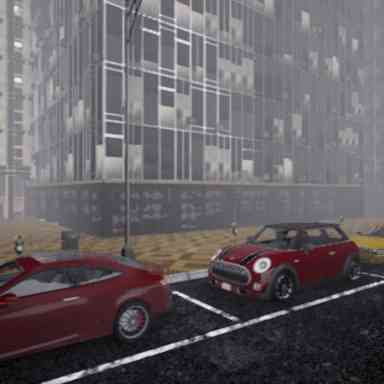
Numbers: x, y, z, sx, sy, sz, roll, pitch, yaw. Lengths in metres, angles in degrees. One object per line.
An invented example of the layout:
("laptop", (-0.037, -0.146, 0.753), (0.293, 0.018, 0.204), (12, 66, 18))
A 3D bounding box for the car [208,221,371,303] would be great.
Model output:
("car", (2.355, 1.505, 8.251), (4.097, 1.590, 1.967), (1, -1, -35))

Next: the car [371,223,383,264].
("car", (6.843, 1.645, 11.452), (4.829, 1.417, 1.752), (1, -1, -35))

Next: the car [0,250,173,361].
("car", (-2.272, 1.591, 4.949), (4.206, 1.307, 1.802), (1, -1, -35))
